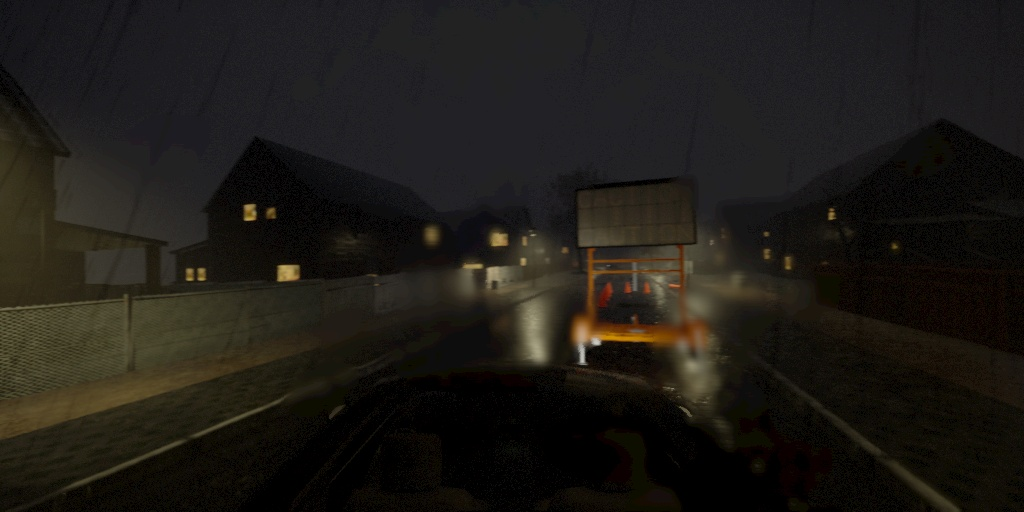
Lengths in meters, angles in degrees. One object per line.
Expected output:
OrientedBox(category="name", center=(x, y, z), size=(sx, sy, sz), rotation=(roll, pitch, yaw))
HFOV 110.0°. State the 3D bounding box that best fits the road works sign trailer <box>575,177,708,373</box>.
OrientedBox(category="road works sign trailer", center=(2.685, 0.207, 7.696), size=(2.380, 3.560, 2.880), rotation=(0, 0, 18))
